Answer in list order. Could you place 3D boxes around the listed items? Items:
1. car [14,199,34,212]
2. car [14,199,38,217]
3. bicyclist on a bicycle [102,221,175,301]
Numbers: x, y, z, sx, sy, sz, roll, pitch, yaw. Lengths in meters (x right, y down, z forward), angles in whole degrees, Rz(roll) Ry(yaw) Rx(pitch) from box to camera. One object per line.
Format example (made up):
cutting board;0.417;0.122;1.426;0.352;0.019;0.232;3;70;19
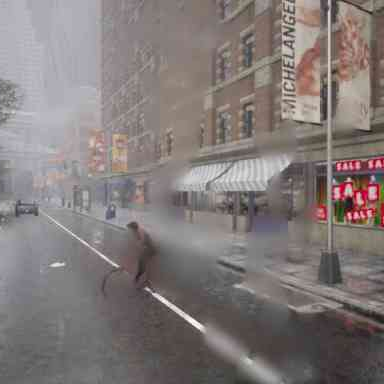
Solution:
car;-20.261;1.547;40.114;2.033;1.411;5.357;0;0;-27
car;-15.674;1.491;31.517;2.128;1.511;4.902;0;0;-28
bicyclist on a bicycle;-1.098;1.448;7.091;1.656;1.620;0.582;-1;0;-28
